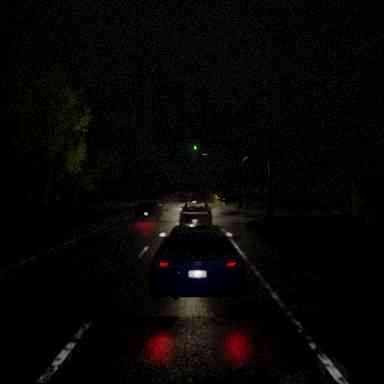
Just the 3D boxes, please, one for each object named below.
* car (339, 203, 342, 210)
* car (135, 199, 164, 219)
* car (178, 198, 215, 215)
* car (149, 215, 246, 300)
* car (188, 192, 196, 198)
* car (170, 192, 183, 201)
[{"bbox_3d":[18.544,1.334,36.288,4.553,1.767,2.097,1,-1,1],"label":"car"},{"bbox_3d":[-3.397,1.306,26.944,1.837,1.490,4.892,0,1,0],"label":"car"},{"bbox_3d":[0.348,1.338,20.569,2.128,1.511,4.902,0,0,5],"label":"car"},{"bbox_3d":[0.100,1.501,8.269,1.994,1.385,4.181,0,0,0],"label":"car"},{"bbox_3d":[0.007,0.742,80.389,2.097,1.767,4.553,0,0,0],"label":"car"},{"bbox_3d":[-3.394,0.974,67.921,2.128,1.511,4.902,0,0,0],"label":"car"}]
